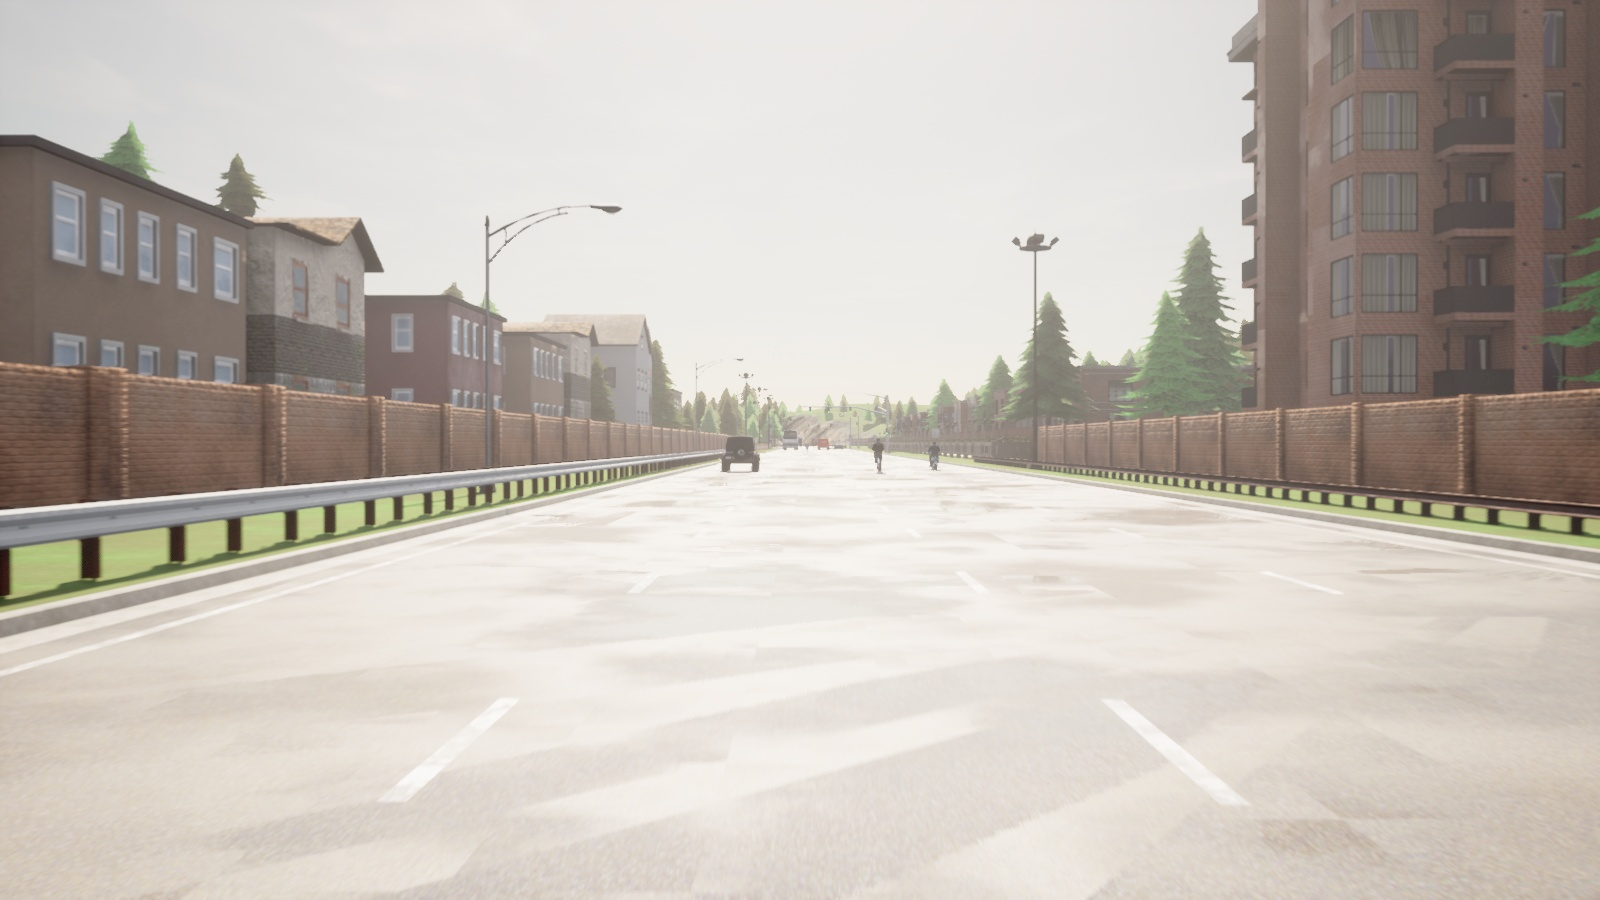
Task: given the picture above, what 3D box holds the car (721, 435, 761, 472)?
[{"bbox_3d":[-3.107,0.167,66.387,1.905,1.878,3.866,0,0,0],"label":"car"}]
